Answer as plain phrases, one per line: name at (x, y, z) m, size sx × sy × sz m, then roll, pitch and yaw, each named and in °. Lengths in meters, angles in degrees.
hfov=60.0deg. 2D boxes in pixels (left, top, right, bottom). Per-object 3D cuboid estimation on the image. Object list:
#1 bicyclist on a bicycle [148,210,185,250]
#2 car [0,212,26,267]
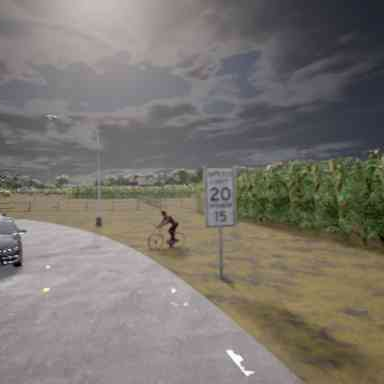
bicyclist on a bicycle at (-1.025, 1.555, 13.644) m, size 1.656 × 1.620 × 0.582 m, roll 1°, pitch -1°, yaw -25°
car at (-6.974, 1.683, 11.645) m, size 1.837 × 1.490 × 4.892 m, roll -1°, pitch 0°, yaw -27°
